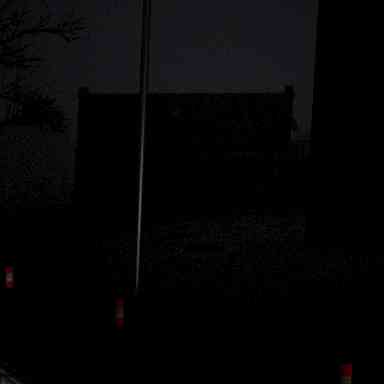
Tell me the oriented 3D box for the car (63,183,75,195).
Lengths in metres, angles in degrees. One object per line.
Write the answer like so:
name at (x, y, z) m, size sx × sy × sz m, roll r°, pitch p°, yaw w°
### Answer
car at (-16.720, -0.270, 49.559) m, size 1.994 × 1.385 × 4.181 m, roll 3°, pitch 2°, yaw 18°

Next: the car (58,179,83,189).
car at (-25.754, -1.747, 70.575) m, size 4.553 × 1.767 × 2.185 m, roll 3°, pitch 3°, yaw 20°

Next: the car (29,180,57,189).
car at (-28.609, -1.538, 62.810) m, size 4.553 × 1.767 × 2.185 m, roll 3°, pitch 3°, yaw 20°

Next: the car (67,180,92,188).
car at (-24.842, -1.696, 73.185) m, size 4.892 × 1.521 × 2.231 m, roll 3°, pitch 3°, yaw 20°

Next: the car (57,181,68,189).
car at (-27.696, -1.481, 65.420) m, size 5.008 × 1.535 × 2.097 m, roll 3°, pitch 2°, yaw 20°

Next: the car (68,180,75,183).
car at (-26.740, -1.512, 68.005) m, size 4.674 × 1.452 × 2.002 m, roll 3°, pitch 3°, yaw 20°
